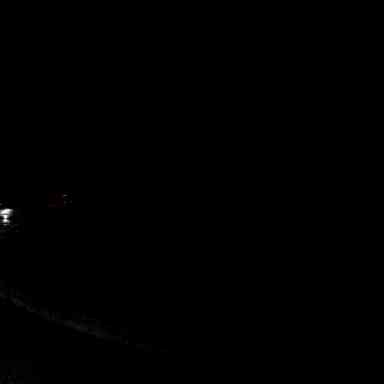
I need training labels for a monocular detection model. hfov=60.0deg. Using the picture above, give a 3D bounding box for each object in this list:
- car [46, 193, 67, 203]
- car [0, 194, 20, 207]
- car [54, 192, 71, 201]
[{"bbox_3d":[-19.956,0.892,48.413,2.128,1.511,4.902,0,1,-15],"label":"car"},{"bbox_3d":[-20.943,1.020,37.702,2.128,1.511,4.902,0,1,-15],"label":"car"},{"bbox_3d":[-22.716,0.825,58.472,2.128,1.511,4.902,0,0,-15],"label":"car"}]
